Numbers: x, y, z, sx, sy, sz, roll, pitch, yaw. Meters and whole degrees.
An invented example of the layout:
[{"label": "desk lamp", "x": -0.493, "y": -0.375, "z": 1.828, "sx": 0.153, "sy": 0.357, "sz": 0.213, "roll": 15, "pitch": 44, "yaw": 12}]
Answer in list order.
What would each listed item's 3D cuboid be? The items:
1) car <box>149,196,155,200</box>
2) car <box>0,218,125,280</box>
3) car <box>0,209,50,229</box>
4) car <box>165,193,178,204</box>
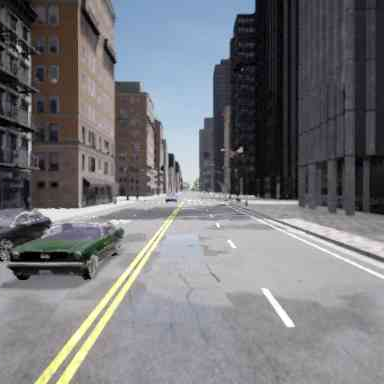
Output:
[{"label": "car", "x": -6.505, "y": 0.812, "z": 53.230, "sx": 1.895, "sy": 1.301, "sz": 4.718, "roll": 0, "pitch": 0, "yaw": 0}, {"label": "car", "x": -3.350, "y": 1.516, "z": 9.812, "sx": 1.895, "sy": 1.301, "sz": 4.718, "roll": 0, "pitch": 0, "yaw": 0}, {"label": "car", "x": -6.602, "y": 1.391, "z": 11.717, "sx": 2.128, "sy": 1.511, "sz": 4.902, "roll": 0, "pitch": 0, "yaw": 0}, {"label": "car", "x": -3.255, "y": 0.959, "z": 53.261, "sx": 1.882, "sy": 1.535, "sz": 5.008, "roll": 0, "pitch": 0, "yaw": 0}]
